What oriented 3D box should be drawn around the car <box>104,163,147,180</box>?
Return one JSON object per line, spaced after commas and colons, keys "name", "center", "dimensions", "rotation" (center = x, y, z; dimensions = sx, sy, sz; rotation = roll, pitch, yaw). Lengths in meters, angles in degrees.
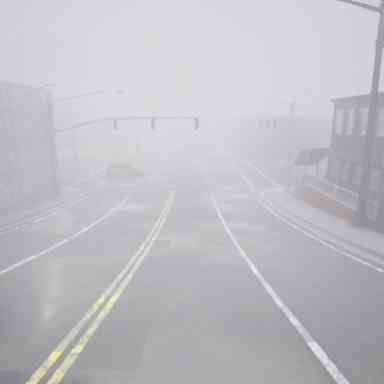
{"name": "car", "center": [-7.348, -2.455, 37.034], "dimensions": [4.553, 1.767, 2.097], "rotation": [0, 12, 0]}
